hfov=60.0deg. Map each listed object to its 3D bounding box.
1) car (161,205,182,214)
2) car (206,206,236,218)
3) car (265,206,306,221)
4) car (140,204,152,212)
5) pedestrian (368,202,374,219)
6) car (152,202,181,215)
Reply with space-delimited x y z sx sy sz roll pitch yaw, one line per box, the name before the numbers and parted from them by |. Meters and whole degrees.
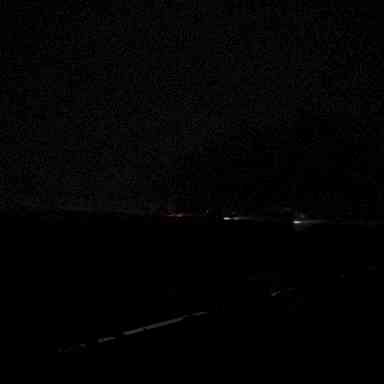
car | -3.881 3.278 62.846 1.812 1.442 4.674 1 -2 -33
car | 3.861 2.606 44.454 1.837 1.490 4.892 1 -2 -33
car | 9.818 2.259 35.353 1.812 1.442 4.674 1 -2 -33
car | -9.362 3.353 71.223 1.882 1.535 5.008 1 -2 -33
pedestrian | 18.936 1.918 35.302 0.375 1.860 0.375 -2 1 -33
car | -4.138 2.786 56.718 2.150 2.045 5.566 1 -1 -33
